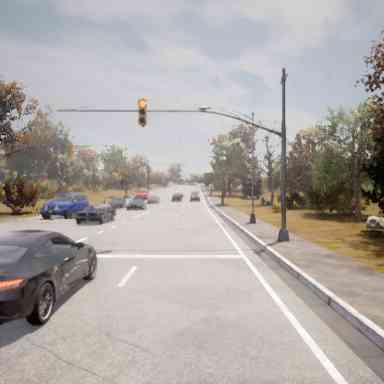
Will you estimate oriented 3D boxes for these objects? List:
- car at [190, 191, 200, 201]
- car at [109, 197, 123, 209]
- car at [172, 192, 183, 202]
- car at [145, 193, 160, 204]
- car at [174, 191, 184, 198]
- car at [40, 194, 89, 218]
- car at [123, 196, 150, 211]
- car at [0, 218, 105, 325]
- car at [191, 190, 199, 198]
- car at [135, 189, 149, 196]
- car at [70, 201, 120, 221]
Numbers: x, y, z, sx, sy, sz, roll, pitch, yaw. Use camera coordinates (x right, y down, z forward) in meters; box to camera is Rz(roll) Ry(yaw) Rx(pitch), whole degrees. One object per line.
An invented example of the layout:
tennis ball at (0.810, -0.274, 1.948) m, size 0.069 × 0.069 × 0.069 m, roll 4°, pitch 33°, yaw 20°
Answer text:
car at (0.628, 1.060, 64.588) m, size 1.895 × 1.301 × 4.718 m, roll 0°, pitch 3°, yaw 1°
car at (-10.233, 1.492, 46.180) m, size 1.837 × 1.490 × 4.892 m, roll 0°, pitch 0°, yaw 1°
car at (-2.877, 0.991, 64.108) m, size 1.837 × 1.490 × 4.892 m, roll 0°, pitch 3°, yaw 1°
car at (-6.612, 1.320, 57.748) m, size 1.812 × 1.442 × 4.674 m, roll 0°, pitch 2°, yaw 1°
car at (-2.884, 0.566, 74.043) m, size 1.895 × 1.301 × 4.718 m, roll 0°, pitch 3°, yaw 1°
car at (-10.796, 1.213, 28.866) m, size 2.150 × 2.045 × 5.566 m, roll 0°, pitch 0°, yaw 7°
car at (-6.780, 1.552, 40.917) m, size 1.994 × 1.385 × 4.181 m, roll 0°, pitch 0°, yaw 0°
car at (-3.403, 1.524, 6.968) m, size 1.812 × 1.442 × 4.674 m, roll 0°, pitch 0°, yaw -1°
car at (0.623, 0.471, 74.460) m, size 1.812 × 1.442 × 4.674 m, roll 0°, pitch 3°, yaw 1°
car at (-9.965, 0.573, 66.851) m, size 2.150 × 2.045 × 5.566 m, roll 0°, pitch 3°, yaw 1°
car at (-6.930, 1.594, 24.265) m, size 1.895 × 1.301 × 4.718 m, roll 0°, pitch 0°, yaw 1°
